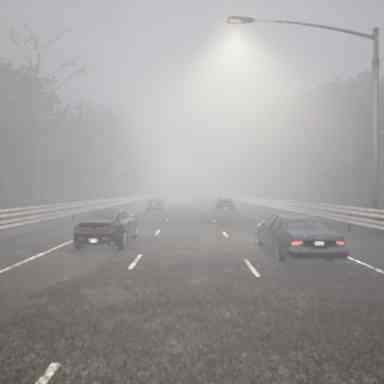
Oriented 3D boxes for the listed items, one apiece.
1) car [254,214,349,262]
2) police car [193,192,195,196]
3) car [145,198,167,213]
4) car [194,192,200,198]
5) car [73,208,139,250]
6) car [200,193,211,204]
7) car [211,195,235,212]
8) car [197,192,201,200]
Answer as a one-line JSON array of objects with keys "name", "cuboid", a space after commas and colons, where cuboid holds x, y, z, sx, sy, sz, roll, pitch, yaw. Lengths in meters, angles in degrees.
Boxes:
[{"name": "car", "cuboid": [3.566, 1.480, 11.851, 2.033, 1.411, 5.357, 0, 0, 0]}, {"name": "police car", "cuboid": [1.922, 0.875, 89.597, 1.930, 1.638, 5.238, 0, 0, -2]}, {"name": "car", "cuboid": [-3.640, 1.350, 34.092, 2.033, 1.411, 5.357, 0, 0, -1]}, {"name": "car", "cuboid": [2.285, 1.027, 78.487, 2.163, 1.488, 4.792, 0, 0, -2]}, {"name": "car", "cuboid": [-3.450, 1.425, 13.999, 1.837, 1.490, 4.892, 0, 0, 0]}, {"name": "car", "cuboid": [2.868, 1.191, 56.390, 1.812, 1.442, 4.674, 0, 0, -1]}, {"name": "car", "cuboid": [3.345, 1.302, 35.048, 1.837, 1.490, 4.892, 0, 0, -1]}, {"name": "car", "cuboid": [2.600, 1.195, 67.455, 1.895, 1.301, 4.718, 0, 0, -2]}]
